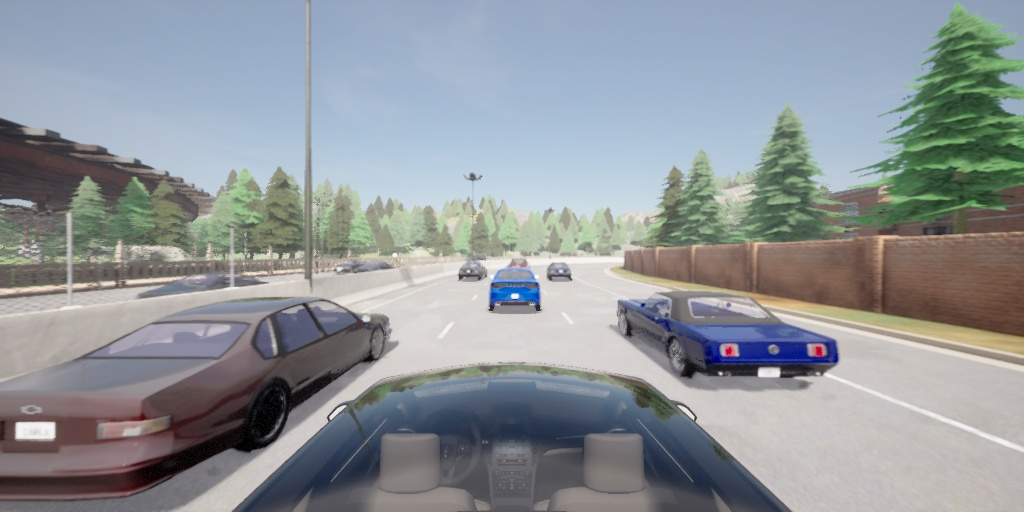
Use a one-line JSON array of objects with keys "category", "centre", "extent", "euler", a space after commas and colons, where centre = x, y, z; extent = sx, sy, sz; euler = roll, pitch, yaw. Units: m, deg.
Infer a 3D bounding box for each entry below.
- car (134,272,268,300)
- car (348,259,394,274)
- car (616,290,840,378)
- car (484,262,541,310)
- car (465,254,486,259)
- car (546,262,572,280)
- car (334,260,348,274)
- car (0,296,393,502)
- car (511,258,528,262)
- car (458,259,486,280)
[{"category": "car", "centre": [-10.581, 1.277, 12.592], "extent": [1.994, 1.385, 4.181], "euler": [0, 0, 0]}, {"category": "car", "centre": [-13.486, 1.181, 35.364], "extent": [2.033, 1.411, 5.357], "euler": [0, 0, 5]}, {"category": "car", "centre": [3.598, 1.332, 7.228], "extent": [1.895, 1.301, 4.718], "euler": [0, 0, 0]}, {"category": "car", "centre": [0.101, 1.184, 14.460], "extent": [1.882, 1.535, 5.008], "euler": [0, 0, 0]}, {"category": "car", "centre": [-5.714, 0.786, 54.713], "extent": [2.150, 2.045, 5.566], "euler": [0, 0, 18]}, {"category": "car", "centre": [3.861, 1.201, 29.662], "extent": [2.033, 1.411, 5.357], "euler": [0, 0, 3]}, {"category": "car", "centre": [-16.576, 1.119, 37.491], "extent": [2.128, 1.511, 4.902], "euler": [0, 0, 7]}, {"category": "car", "centre": [-3.412, 1.286, 5.082], "extent": [2.033, 1.411, 5.357], "euler": [0, 0, 0]}, {"category": "car", "centre": [0.751, 0.992, 33.441], "extent": [2.097, 1.767, 4.553], "euler": [0, 0, 6]}, {"category": "car", "centre": [-3.148, 1.201, 29.574], "extent": [2.033, 1.411, 5.357], "euler": [0, 0, 3]}]
